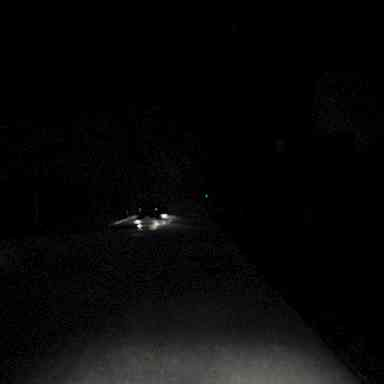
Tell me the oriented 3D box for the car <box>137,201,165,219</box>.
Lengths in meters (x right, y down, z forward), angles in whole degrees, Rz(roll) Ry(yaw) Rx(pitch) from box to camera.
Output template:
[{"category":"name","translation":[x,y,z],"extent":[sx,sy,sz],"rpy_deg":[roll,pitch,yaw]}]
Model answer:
[{"category":"car","translation":[-4.124,1.725,32.850],"extent":[2.097,1.767,4.553],"rpy_deg":[0,-1,0]}]

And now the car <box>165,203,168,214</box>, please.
[{"category":"car","translation":[-4.113,2.088,42.908],"extent":[1.895,1.301,4.718],"rpy_deg":[0,-1,0]}]
